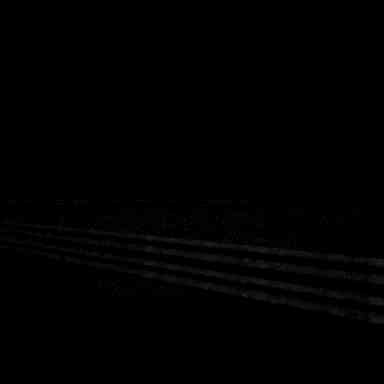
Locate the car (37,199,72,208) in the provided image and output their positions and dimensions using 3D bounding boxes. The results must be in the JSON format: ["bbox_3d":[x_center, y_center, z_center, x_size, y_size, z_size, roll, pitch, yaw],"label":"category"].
[{"bbox_3d":[-22.490,1.858,54.642,5.357,1.411,2.033,0,0,7],"label":"car"}]
